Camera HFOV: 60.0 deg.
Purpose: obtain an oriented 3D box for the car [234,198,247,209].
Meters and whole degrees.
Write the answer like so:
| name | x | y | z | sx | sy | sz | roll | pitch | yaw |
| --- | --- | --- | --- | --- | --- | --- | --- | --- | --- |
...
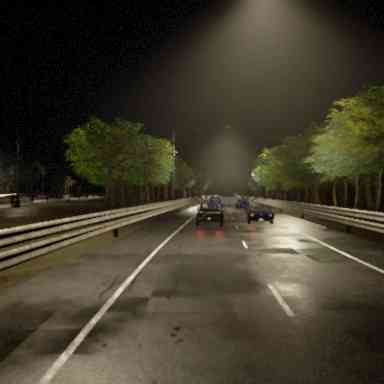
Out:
| name | x | y | z | sx | sy | sz | roll | pitch | yaw |
| --- | --- | --- | --- | --- | --- | --- | --- | --- | --- |
| car | 6.758 | 1.581 | 44.893 | 1.812 | 1.442 | 4.674 | 0 | 0 | 5 |

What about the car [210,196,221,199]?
| name | x | y | z | sx | sy | sz | roll | pitch | yaw |
| --- | --- | --- | --- | --- | --- | --- | --- | --- | --- |
| car | 3.037 | 1.381 | 42.614 | 2.097 | 1.767 | 4.553 | 0 | 0 | 5 |

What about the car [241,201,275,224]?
| name | x | y | z | sx | sy | sz | roll | pitch | yaw |
| --- | --- | --- | --- | --- | --- | --- | --- | --- | --- |
| car | 4.977 | 1.632 | 25.176 | 1.895 | 1.301 | 4.718 | 0 | 0 | 6 |

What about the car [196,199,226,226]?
| name | x | y | z | sx | sy | sz | roll | pitch | yaw |
| --- | --- | --- | --- | --- | --- | --- | --- | --- | --- |
| car | 1.325 | 1.499 | 23.695 | 2.128 | 1.511 | 4.902 | 0 | 0 | 5 |
